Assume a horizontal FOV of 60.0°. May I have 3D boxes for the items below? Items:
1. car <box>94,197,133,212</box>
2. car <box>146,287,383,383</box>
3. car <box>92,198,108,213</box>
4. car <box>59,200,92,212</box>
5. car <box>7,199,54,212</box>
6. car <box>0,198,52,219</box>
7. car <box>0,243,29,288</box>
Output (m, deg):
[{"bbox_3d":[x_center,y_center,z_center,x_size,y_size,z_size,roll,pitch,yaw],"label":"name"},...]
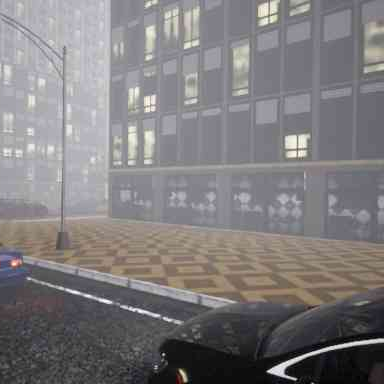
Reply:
[{"bbox_3d":[-10.163,1.621,43.239,2.097,1.767,4.553,1,0,37],"label":"car"},{"bbox_3d":[1.825,1.505,2.381,4.892,1.490,1.837,0,0,35],"label":"car"},{"bbox_3d":[-9.234,1.820,40.156,1.752,1.417,4.829,1,0,37],"label":"car"},{"bbox_3d":[-14.317,1.741,43.007,2.033,1.411,5.357,1,0,37],"label":"car"},{"bbox_3d":[-19.529,1.631,40.338,1.752,1.417,4.829,1,0,37],"label":"car"},{"bbox_3d":[-16.049,1.509,30.957,2.192,1.841,5.009,1,0,37],"label":"car"},{"bbox_3d":[-6.096,1.541,8.051,5.357,1.411,2.033,0,0,36],"label":"car"}]
